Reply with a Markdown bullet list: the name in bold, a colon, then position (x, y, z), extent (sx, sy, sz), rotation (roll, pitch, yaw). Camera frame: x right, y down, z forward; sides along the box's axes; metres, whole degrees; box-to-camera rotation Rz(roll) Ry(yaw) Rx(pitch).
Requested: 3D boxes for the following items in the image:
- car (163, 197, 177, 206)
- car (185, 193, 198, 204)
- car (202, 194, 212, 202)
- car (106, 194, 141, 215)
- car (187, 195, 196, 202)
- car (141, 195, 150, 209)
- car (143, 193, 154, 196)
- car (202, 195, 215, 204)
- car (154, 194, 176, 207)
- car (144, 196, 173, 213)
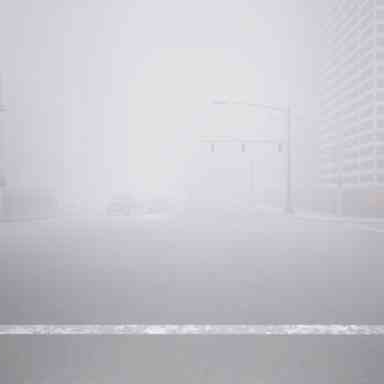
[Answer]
- **car**: position (-3.701, 1.564, 56.459), extent (1.994, 1.385, 4.181), rotation (0, 0, 0)
- **car**: position (-0.128, 1.221, 63.726), extent (2.150, 2.045, 5.566), rotation (0, 0, 0)
- **car**: position (3.353, 1.355, 74.548), extent (2.097, 1.767, 4.553), rotation (0, 0, 0)
- **car**: position (-7.152, 1.221, 34.507), extent (2.150, 2.045, 5.566), rotation (0, 0, 2)
- **car**: position (-0.150, 1.382, 74.397), extent (1.994, 1.385, 4.181), rotation (0, 0, 0)
- **car**: position (-7.191, 1.547, 44.759), extent (2.033, 1.411, 5.357), rotation (0, 0, 0)
- **car**: position (-7.200, 1.221, 55.283), extent (2.150, 2.045, 5.566), rotation (0, 0, 0)
- **car**: position (3.466, 1.526, 64.646), extent (1.812, 1.442, 4.674), rotation (0, 0, 0)
- **car**: position (-3.690, 1.352, 46.646), extent (2.097, 1.767, 4.553), rotation (0, 0, 0)
- **car**: position (-3.676, 1.492, 37.430), extent (2.128, 1.511, 4.902), rotation (0, 0, 0)
